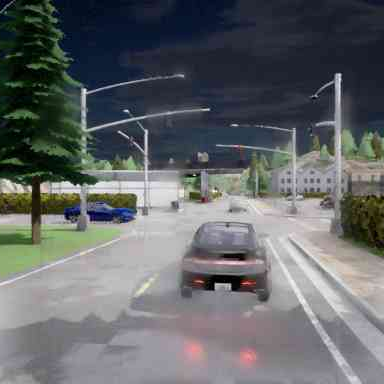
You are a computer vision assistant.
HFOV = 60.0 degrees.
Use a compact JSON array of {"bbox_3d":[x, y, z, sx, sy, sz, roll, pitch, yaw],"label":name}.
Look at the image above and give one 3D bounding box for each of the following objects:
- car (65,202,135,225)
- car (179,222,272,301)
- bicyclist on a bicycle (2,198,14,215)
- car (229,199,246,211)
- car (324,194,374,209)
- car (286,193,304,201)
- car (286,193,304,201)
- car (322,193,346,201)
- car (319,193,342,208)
[{"bbox_3d":[-6.548,1.478,23.822,5.008,1.535,1.882,0,0,9],"label":"car"},{"bbox_3d":[0.884,1.492,8.373,2.128,1.511,4.902,0,0,8],"label":"car"},{"bbox_3d":[-17.964,1.453,32.495,0.582,1.620,1.656,0,0,7],"label":"bicyclist on a bicycle"},{"bbox_3d":[5.559,1.526,40.389,1.812,1.442,4.674,0,0,8],"label":"car"},{"bbox_3d":[18.287,1.340,38.589,4.514,1.523,2.007,0,0,8],"label":"car"},{"bbox_3d":[24.424,1.077,78.846,3.866,1.878,1.905,0,0,8],"label":"car"},{"bbox_3d":[23.359,1.361,75.638,3.806,1.475,1.970,0,0,8],"label":"car"},{"bbox_3d":[31.761,1.097,74.502,4.605,1.855,1.932,0,0,8],"label":"car"},{"bbox_3d":[18.669,1.330,41.703,5.027,1.636,2.152,0,0,8],"label":"car"}]
